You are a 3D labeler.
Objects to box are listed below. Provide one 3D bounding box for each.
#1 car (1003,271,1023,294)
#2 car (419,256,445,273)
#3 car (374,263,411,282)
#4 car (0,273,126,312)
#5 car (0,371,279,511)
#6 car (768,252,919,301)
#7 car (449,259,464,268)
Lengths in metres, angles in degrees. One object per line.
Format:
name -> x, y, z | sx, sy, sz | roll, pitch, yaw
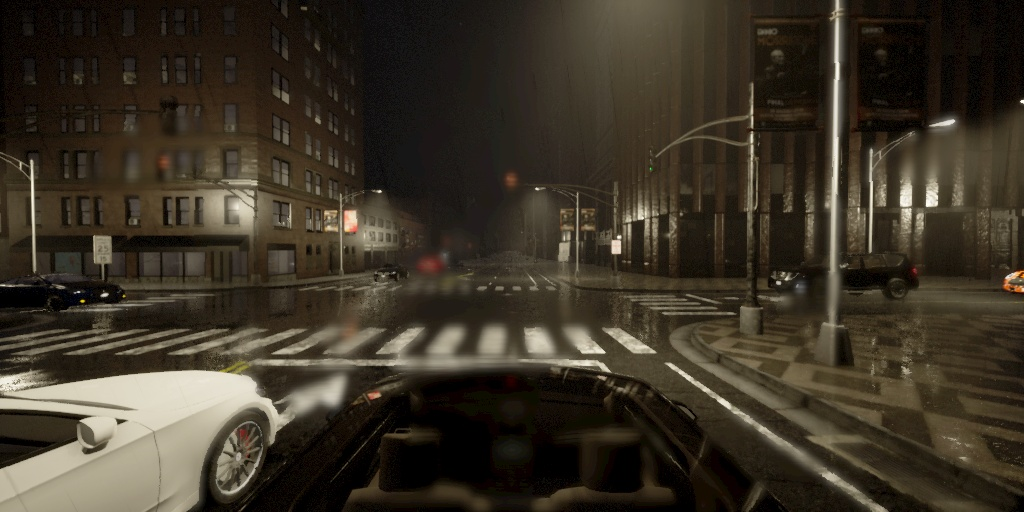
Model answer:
car -> 25.597, 0.957, 16.257 | 4.553, 1.767, 2.097 | 0, 1, 0
car -> -9.708, 0.975, 44.133 | 2.150, 2.045, 5.566 | 0, 0, 0
car -> -9.762, 1.276, 29.577 | 1.812, 1.442, 4.674 | 0, 0, 1
car -> -18.217, 1.384, 14.301 | 4.181, 1.385, 1.994 | 0, 1, 1
car -> -3.159, 1.276, 1.425 | 1.812, 1.442, 4.674 | 0, 0, 2
car -> 14.867, 0.867, 16.250 | 5.566, 2.045, 2.150 | 0, 1, 1
car -> -9.579, 1.293, 62.086 | 2.033, 1.411, 5.357 | 0, 0, 1
